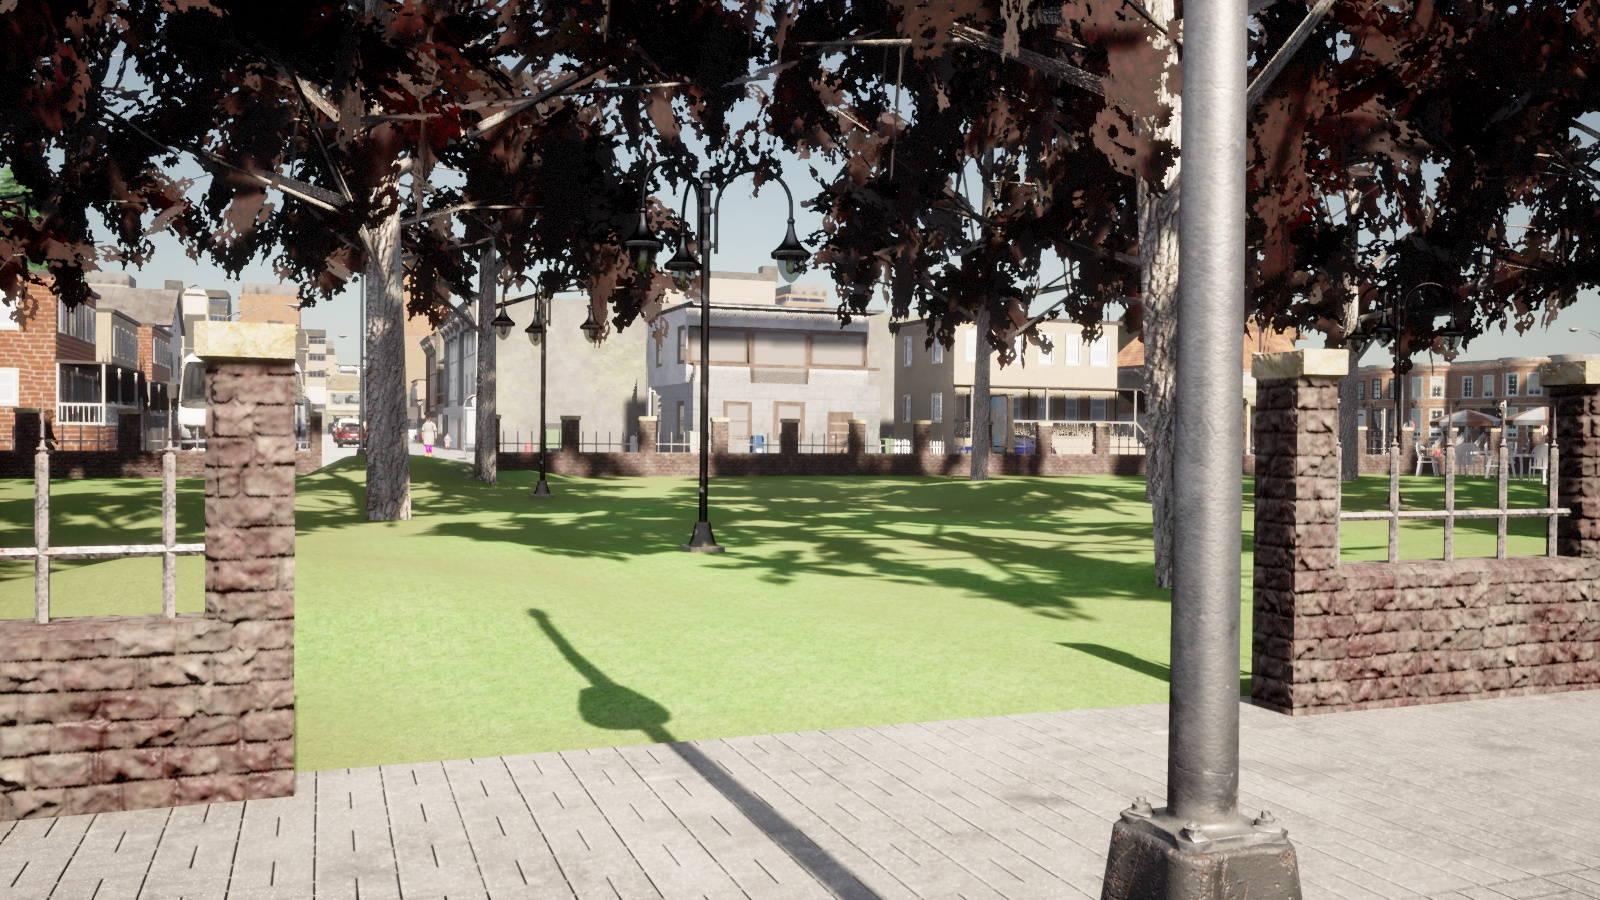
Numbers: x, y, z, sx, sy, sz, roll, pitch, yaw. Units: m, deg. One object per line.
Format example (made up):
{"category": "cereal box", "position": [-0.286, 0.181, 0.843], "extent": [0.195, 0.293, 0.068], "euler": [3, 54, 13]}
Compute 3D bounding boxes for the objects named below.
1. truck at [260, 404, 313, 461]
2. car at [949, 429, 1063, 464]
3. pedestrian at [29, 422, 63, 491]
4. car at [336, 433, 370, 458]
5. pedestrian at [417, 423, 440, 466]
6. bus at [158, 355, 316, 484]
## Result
{"category": "truck", "position": [-33.081, -1.146, 81.101], "extent": [2.891, 3.462, 7.936], "euler": [-1, 1, -21]}
{"category": "car", "position": [9.145, -0.181, 55.699], "extent": [4.674, 1.442, 1.812], "euler": [-1, 1, -21]}
{"category": "pedestrian", "position": [-20.628, 0.171, 34.376], "extent": [0.703, 1.840, 0.431], "euler": [-1, 1, -21]}
{"category": "car", "position": [-30.305, -0.329, 85.098], "extent": [2.033, 1.649, 4.856], "euler": [-1, 1, -21]}
{"category": "pedestrian", "position": [-17.085, -0.247, 57.762], "extent": [0.659, 1.952, 0.873], "euler": [0, 1, 9]}
{"category": "bus", "position": [-20.881, -1.123, 47.338], "extent": [3.944, 4.253, 10.273], "euler": [-2, 1, -16]}
